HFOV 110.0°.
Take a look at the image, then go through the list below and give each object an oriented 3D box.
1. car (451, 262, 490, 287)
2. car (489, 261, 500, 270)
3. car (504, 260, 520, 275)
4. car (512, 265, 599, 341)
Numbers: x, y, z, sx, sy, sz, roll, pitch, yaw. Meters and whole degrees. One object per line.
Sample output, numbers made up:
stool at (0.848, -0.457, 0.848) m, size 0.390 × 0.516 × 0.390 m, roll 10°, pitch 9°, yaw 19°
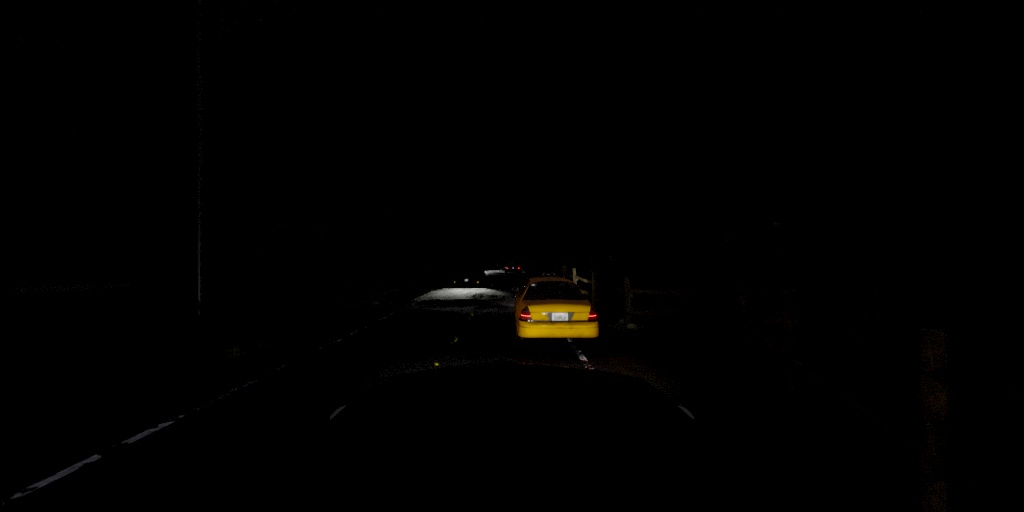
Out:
car at (-2.826, 1.313, 24.184) m, size 1.994 × 1.385 × 4.181 m, roll 0°, pitch 0°, yaw 0°
car at (-2.693, 1.365, 51.779) m, size 1.895 × 1.301 × 4.718 m, roll 0°, pitch 0°, yaw 0°
car at (0.125, 1.303, 39.701) m, size 2.033 × 1.411 × 5.357 m, roll 0°, pitch 0°, yaw 0°
car at (0.972, 1.204, 9.814) m, size 1.801 × 1.575 × 5.366 m, roll 0°, pitch 0°, yaw 0°
